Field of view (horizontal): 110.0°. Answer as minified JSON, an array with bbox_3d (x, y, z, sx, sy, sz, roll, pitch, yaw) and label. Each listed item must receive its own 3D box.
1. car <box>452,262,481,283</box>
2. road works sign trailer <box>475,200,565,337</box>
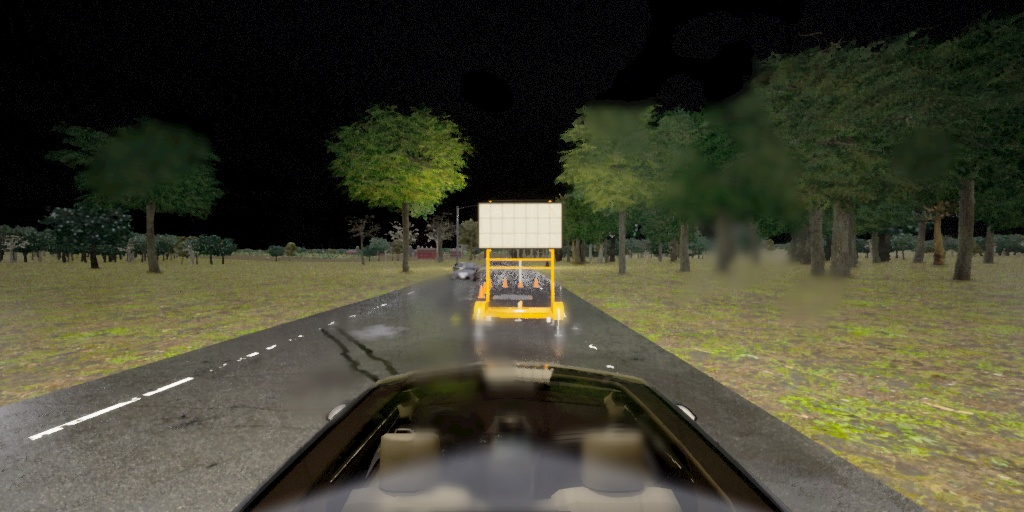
[{"bbox_3d":[-3.546,1.237,28.387,2.128,1.511,4.902,0,0,0],"label":"car"},{"bbox_3d":[0.239,0.210,10.251,2.380,3.560,2.880,0,0,2],"label":"road works sign trailer"}]
